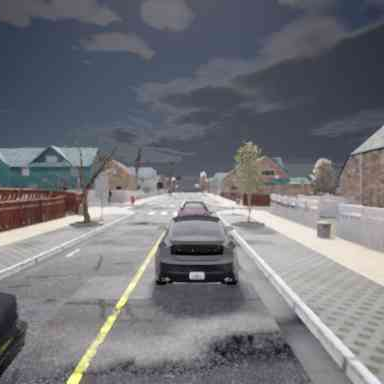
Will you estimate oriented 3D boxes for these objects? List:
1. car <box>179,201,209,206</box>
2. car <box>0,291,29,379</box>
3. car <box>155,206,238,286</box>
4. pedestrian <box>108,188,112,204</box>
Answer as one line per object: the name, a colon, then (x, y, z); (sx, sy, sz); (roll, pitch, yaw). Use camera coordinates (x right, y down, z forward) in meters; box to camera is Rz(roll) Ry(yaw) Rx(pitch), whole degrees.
car: (0.123, 1.246, 20.252); (1.994, 1.385, 4.181); (0, 1, 0)
car: (-2.846, 1.519, 1.576); (2.033, 1.411, 5.357); (0, 1, 0)
car: (0.109, 1.360, 8.981); (1.837, 1.490, 4.892); (0, 1, 0)
pedestrian: (-9.549, 0.437, 38.463); (0.375, 1.860, 0.375); (0, -1, 0)
